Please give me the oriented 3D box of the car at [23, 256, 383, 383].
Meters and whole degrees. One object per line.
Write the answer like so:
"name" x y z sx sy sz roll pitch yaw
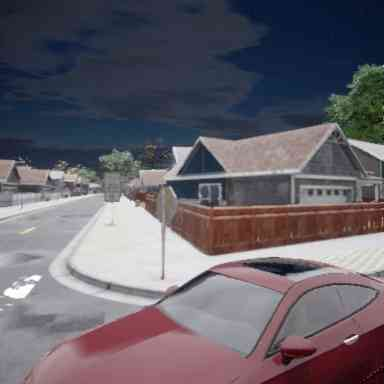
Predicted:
"car" 0.739 1.526 3.601 4.674 1.442 1.812 0 0 -35
